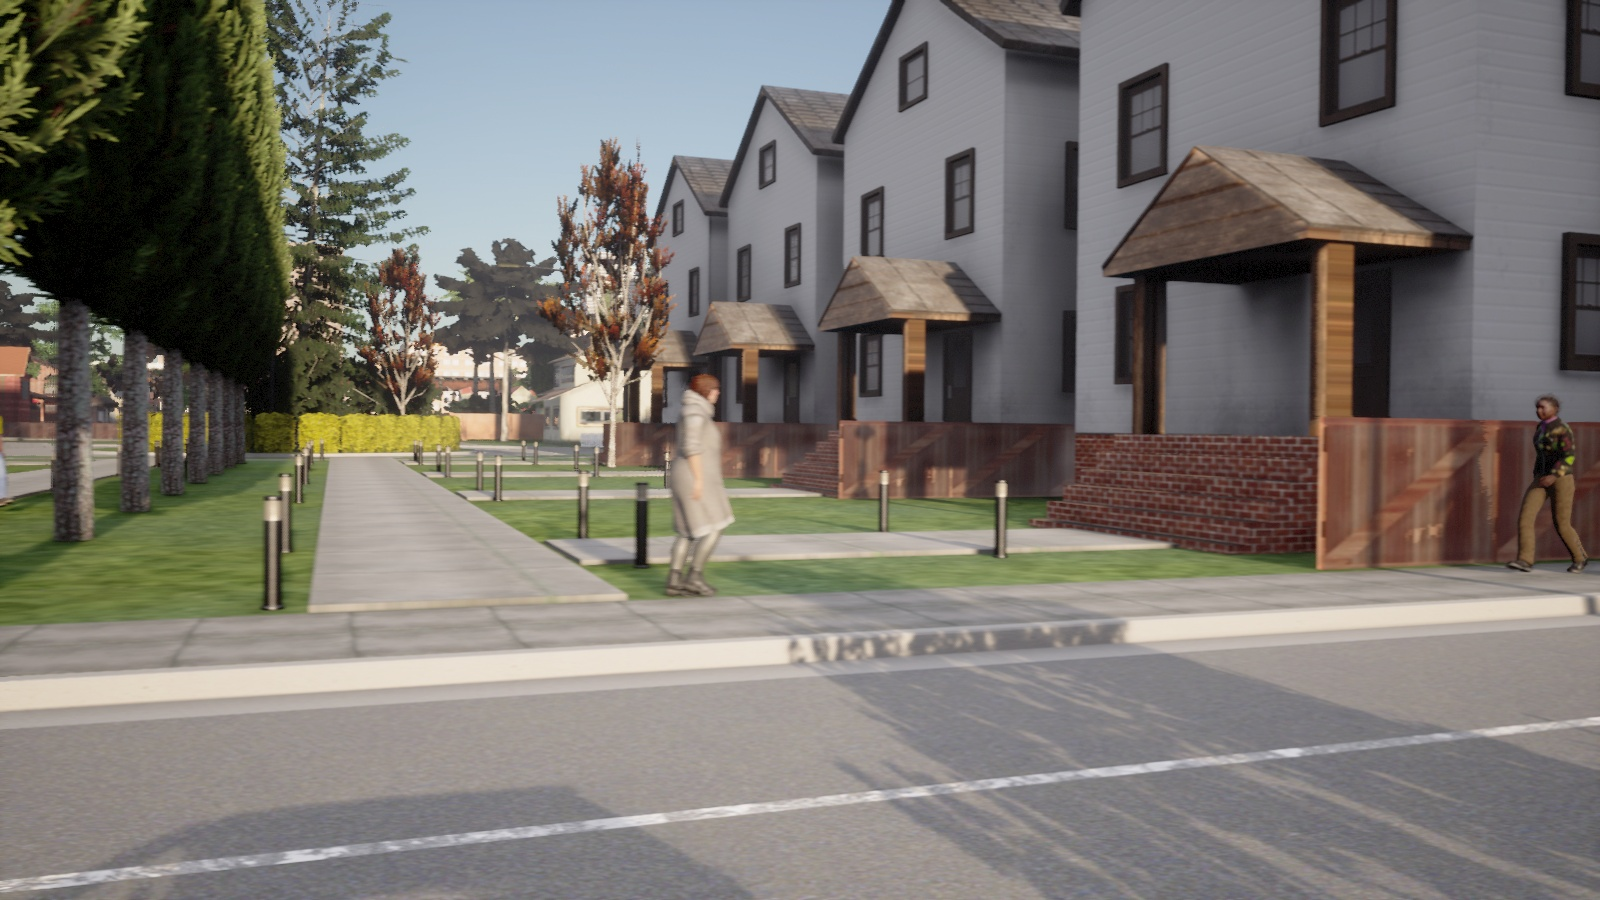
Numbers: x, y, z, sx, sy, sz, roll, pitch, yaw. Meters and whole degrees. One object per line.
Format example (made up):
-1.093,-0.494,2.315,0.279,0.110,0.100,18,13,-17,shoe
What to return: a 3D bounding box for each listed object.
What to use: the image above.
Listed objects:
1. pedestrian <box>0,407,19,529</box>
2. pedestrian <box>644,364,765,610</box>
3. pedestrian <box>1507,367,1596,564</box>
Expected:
-12.316,0.265,19.179,0.706,1.836,0.354,0,1,34,pedestrian
-0.800,0.287,10.376,0.873,1.952,0.659,-1,1,-14,pedestrian
7.525,0.146,12.576,0.692,1.930,0.395,-1,1,-15,pedestrian
